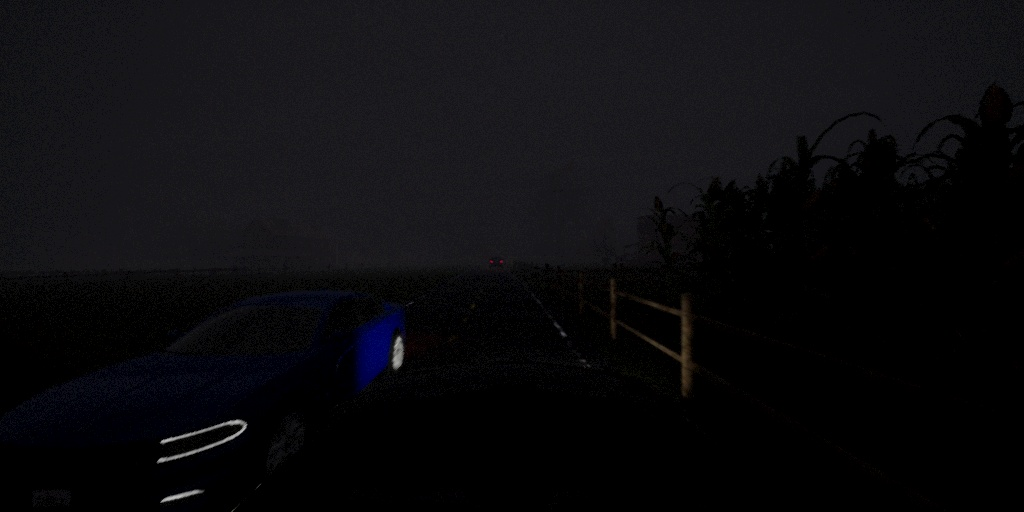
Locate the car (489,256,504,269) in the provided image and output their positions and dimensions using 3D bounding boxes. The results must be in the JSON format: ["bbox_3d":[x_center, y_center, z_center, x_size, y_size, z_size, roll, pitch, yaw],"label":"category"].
[{"bbox_3d":[-2.526,1.064,57.447,2.150,2.045,5.566,0,0,-4],"label":"car"}]

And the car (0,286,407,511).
[{"bbox_3d":[-2.884,1.232,4.727,1.882,1.535,5.008,0,0,0],"label":"car"}]
